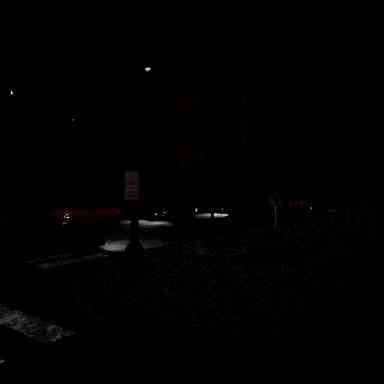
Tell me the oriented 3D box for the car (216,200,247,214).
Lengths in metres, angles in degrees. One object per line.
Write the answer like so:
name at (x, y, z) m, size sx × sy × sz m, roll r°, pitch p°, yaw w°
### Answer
car at (4.342, 1.617, 36.553) m, size 1.994 × 1.385 × 4.181 m, roll 0°, pitch 0°, yaw 36°

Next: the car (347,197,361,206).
car at (29.439, 1.640, 60.421) m, size 2.128 × 1.511 × 4.902 m, roll 0°, pitch -1°, yaw 35°

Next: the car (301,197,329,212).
car at (15.155, 1.587, 40.245) m, size 1.837 × 1.490 × 4.892 m, roll 0°, pitch 0°, yaw 35°

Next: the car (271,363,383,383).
car at (2.222, 1.551, 1.258) m, size 4.403 × 1.369 × 2.008 m, roll 0°, pitch 0°, yaw 36°

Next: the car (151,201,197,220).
car at (-1.456, 1.538, 28.375) m, size 1.837 × 1.490 × 4.892 m, roll 0°, pitch 0°, yaw 35°

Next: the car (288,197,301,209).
car at (14.858, 1.441, 45.448) m, size 2.097 × 1.767 × 4.553 m, roll 0°, pitch 0°, yaw 35°

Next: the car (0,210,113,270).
car at (-5.486, 1.562, 11.095) m, size 2.033 × 1.411 × 5.357 m, roll 0°, pitch 0°, yaw 35°

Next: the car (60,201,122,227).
car at (-6.688, 1.370, 20.987) m, size 2.097 × 1.767 × 4.553 m, roll 0°, pitch 0°, yaw 35°
